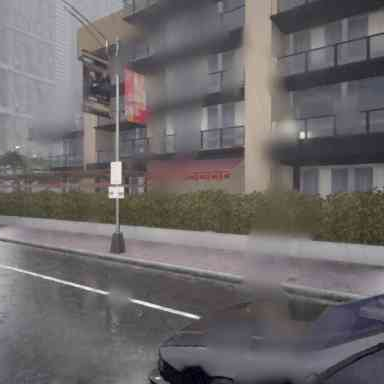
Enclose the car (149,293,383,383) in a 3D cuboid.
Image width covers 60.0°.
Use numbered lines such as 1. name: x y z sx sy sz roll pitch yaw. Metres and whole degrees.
1. car: 2.193 1.546 2.485 5.357 1.411 2.033 0 0 35
